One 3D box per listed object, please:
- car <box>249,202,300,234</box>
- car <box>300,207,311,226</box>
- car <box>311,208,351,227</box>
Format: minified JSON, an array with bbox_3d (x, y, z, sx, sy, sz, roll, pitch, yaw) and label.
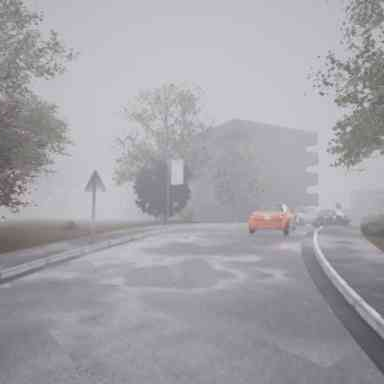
[{"bbox_3d":[4.745,1.399,19.258,2.097,1.767,4.553,-1,-2,23],"label":"car"},{"bbox_3d":[11.239,2.627,34.799,2.150,2.045,5.566,-4,-8,44],"label":"car"},{"bbox_3d":[13.791,2.598,32.365,2.097,1.767,4.553,-3,-8,42],"label":"car"}]
